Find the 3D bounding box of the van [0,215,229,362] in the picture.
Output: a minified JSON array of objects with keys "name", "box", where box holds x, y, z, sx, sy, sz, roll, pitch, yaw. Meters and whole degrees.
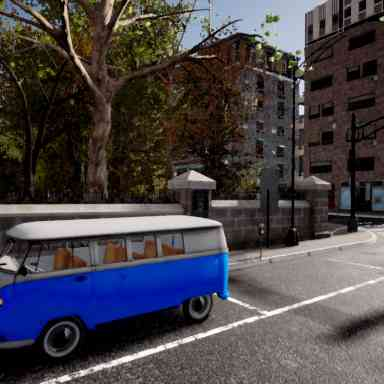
[{"name":"van","box":[-1.220,1.342,5.631,3.998,1.788,1.690,0,1,-36]}]
